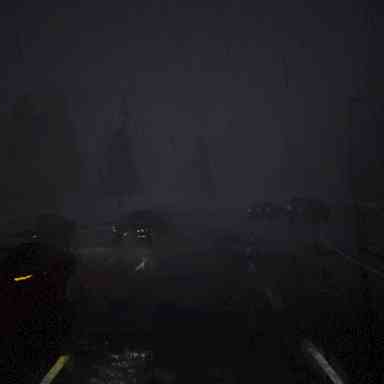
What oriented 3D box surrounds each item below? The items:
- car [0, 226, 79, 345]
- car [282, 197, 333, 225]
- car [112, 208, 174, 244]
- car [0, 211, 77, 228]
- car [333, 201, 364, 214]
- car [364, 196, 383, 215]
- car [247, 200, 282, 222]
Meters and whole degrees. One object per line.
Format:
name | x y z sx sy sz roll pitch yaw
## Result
car | -3.402 1.564 5.524 1.812 1.442 4.674 0 -1 2
car | 9.299 1.405 26.418 2.150 2.045 5.566 0 0 33
car | -2.296 1.619 16.613 1.837 1.490 4.892 0 0 13
car | -6.465 1.569 13.333 1.882 1.535 5.008 0 -1 8
car | 17.976 1.794 39.567 4.674 1.442 1.812 0 0 -33
car | 21.824 1.481 37.880 5.566 2.045 2.150 0 0 -30
car | 6.454 1.544 28.251 2.097 1.767 4.553 0 -1 34
